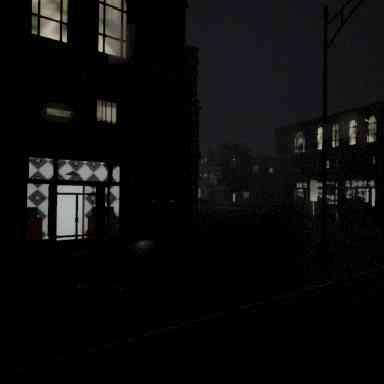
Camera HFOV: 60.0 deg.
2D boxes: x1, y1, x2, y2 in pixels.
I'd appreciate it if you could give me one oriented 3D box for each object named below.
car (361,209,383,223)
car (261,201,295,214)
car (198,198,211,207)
[{"bbox_3d":[14.050,1.510,22.494,5.008,1.535,1.882,1,1,41],"label":"car"},{"bbox_3d":[9.404,1.622,36.629,2.008,1.369,4.403,1,-1,-27],"label":"car"},{"bbox_3d":[1.328,1.619,52.106,1.887,1.381,4.507,1,-1,-27],"label":"car"}]
